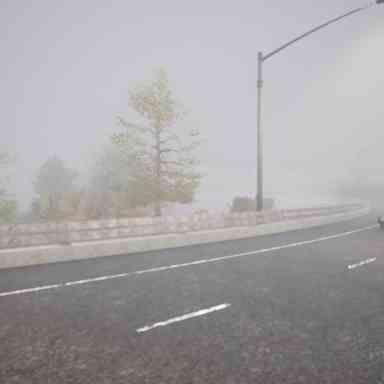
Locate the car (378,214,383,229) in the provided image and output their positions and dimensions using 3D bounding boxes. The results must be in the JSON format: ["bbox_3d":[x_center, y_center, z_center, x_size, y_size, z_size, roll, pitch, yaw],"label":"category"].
[{"bbox_3d":[13.462,1.674,21.249,1.895,1.301,4.718,0,0,42],"label":"car"}]
